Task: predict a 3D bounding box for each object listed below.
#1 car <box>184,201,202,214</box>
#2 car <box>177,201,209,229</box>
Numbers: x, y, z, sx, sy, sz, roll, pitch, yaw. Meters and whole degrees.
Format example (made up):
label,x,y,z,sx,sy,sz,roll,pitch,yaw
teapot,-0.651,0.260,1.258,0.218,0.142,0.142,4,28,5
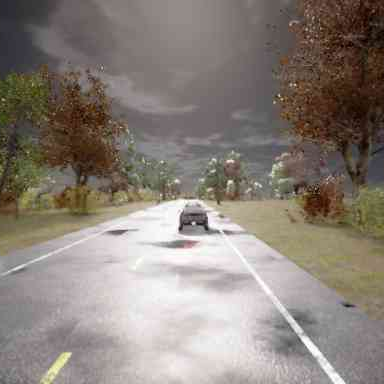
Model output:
label,x,y,z,sx,sy,sz,roll,pitch,yaw
car,0.098,1.797,40.274,1.994,1.385,4.181,0,0,0
car,0.099,1.621,22.319,1.837,1.490,4.892,0,0,0
